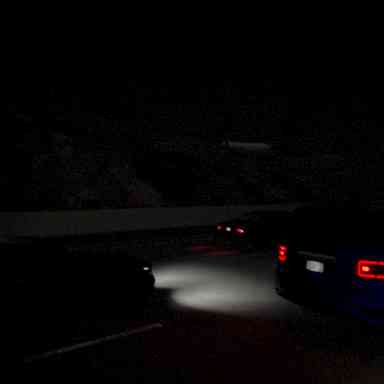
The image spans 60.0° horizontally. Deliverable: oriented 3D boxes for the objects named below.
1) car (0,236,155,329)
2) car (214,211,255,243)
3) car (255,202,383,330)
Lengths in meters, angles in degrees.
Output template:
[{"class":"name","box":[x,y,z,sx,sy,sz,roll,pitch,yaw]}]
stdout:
[{"class":"car","box":[-2.908,1.523,5.907,4.674,1.442,1.812,0,0,-36]},{"class":"car","box":[3.506,1.541,14.818,5.357,1.411,2.033,0,0,-35]},{"class":"car","box":[4.039,1.219,6.620,5.566,2.045,2.150,0,0,-36]}]
